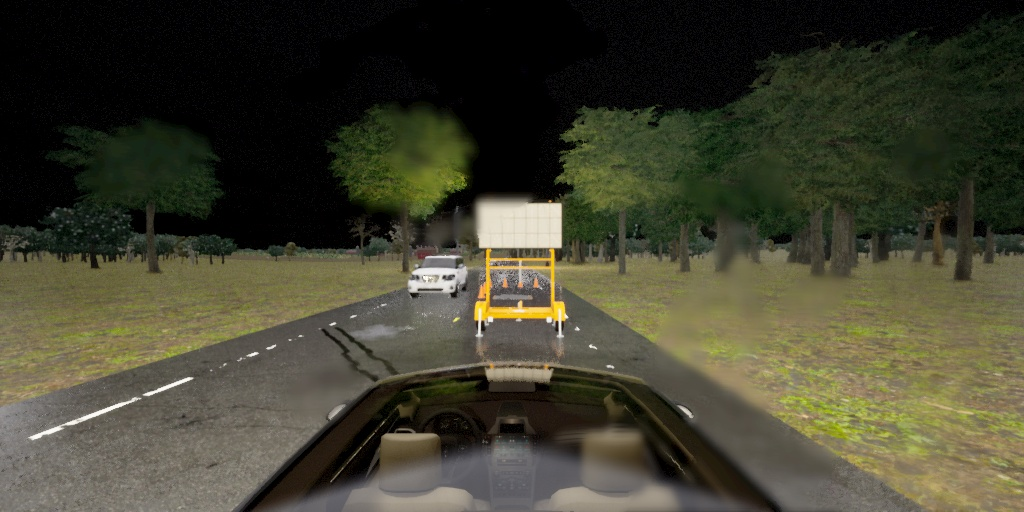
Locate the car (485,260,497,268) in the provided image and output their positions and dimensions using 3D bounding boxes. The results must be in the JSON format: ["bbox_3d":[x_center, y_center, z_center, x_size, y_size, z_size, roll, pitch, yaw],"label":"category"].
[{"bbox_3d":[-3.468,1.282,60.323,2.128,1.511,4.902,0,0,0],"label":"car"}]

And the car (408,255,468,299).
[{"bbox_3d":[-3.567,0.965,18.343,2.150,2.045,5.566,0,0,0],"label":"car"}]

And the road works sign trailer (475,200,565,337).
[{"bbox_3d":[0.239,0.210,10.251,2.380,3.560,2.880,0,0,2],"label":"road works sign trailer"}]
